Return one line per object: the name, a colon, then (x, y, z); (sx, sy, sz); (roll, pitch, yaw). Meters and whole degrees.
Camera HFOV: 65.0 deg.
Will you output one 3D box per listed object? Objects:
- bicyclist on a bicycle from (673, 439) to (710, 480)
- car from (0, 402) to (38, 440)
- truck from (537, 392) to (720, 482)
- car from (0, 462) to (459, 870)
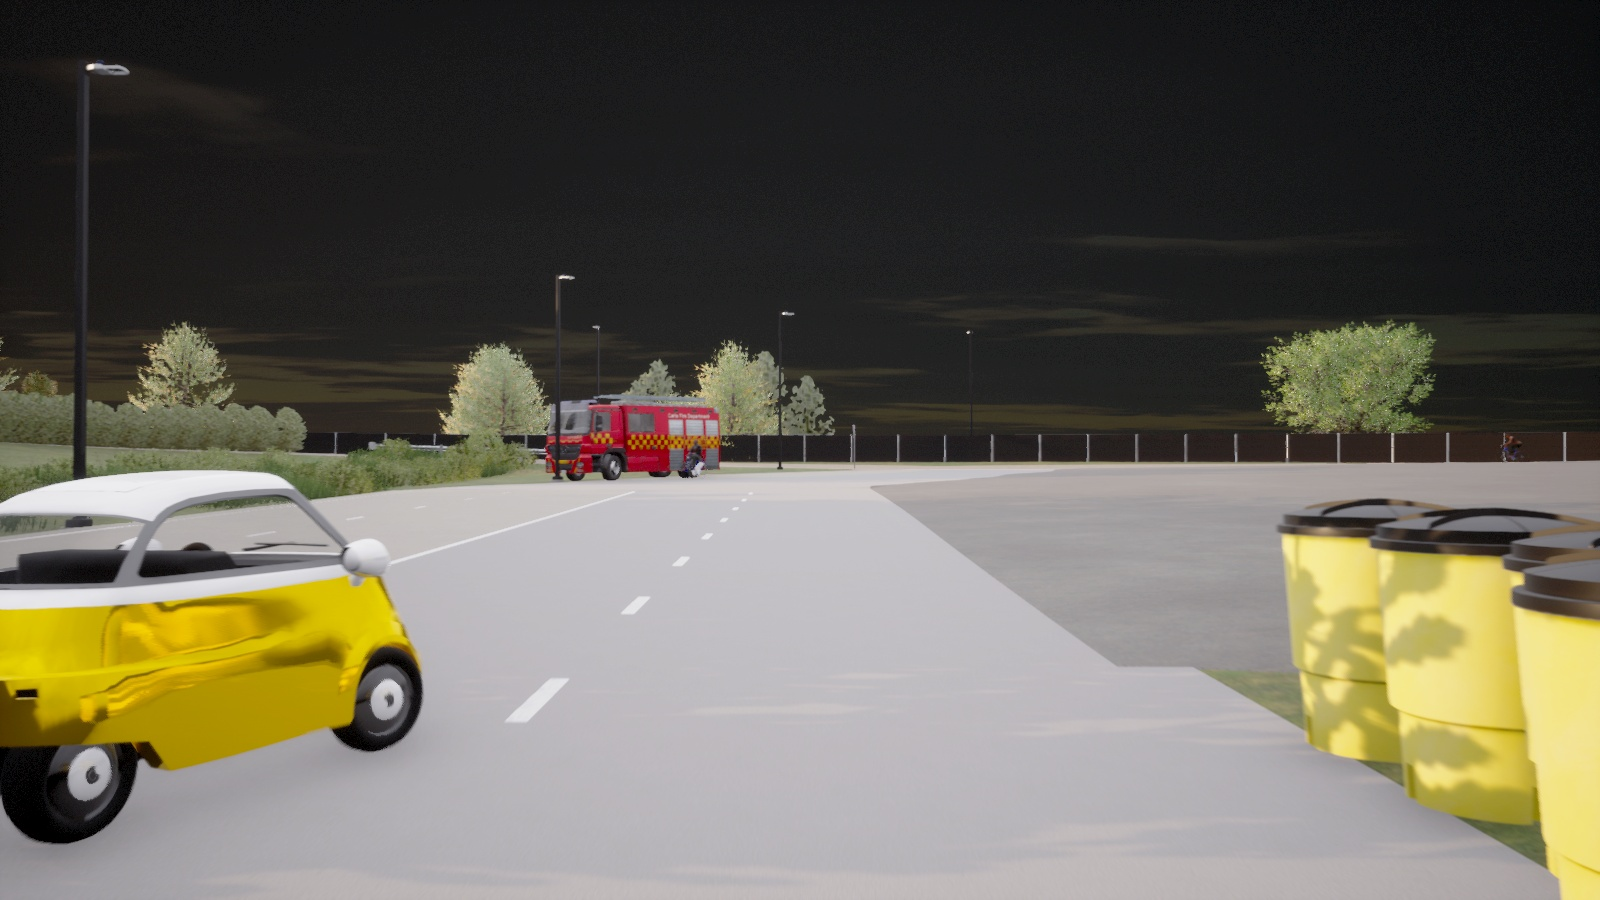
bicyclist on a bicycle: (-4.747, 0.411, 55.092); (0.659, 1.776, 1.843); (0, 0, 32)
car: (-38.147, -1.410, 57.934); (2.152, 1.651, 5.027); (0, -2, 13)
truck: (-7.640, -0.548, 57.170); (2.891, 3.827, 8.468); (-1, 0, 40)
car: (-2.808, 0.769, 5.644); (1.481, 1.376, 2.207); (-1, 0, 18)
